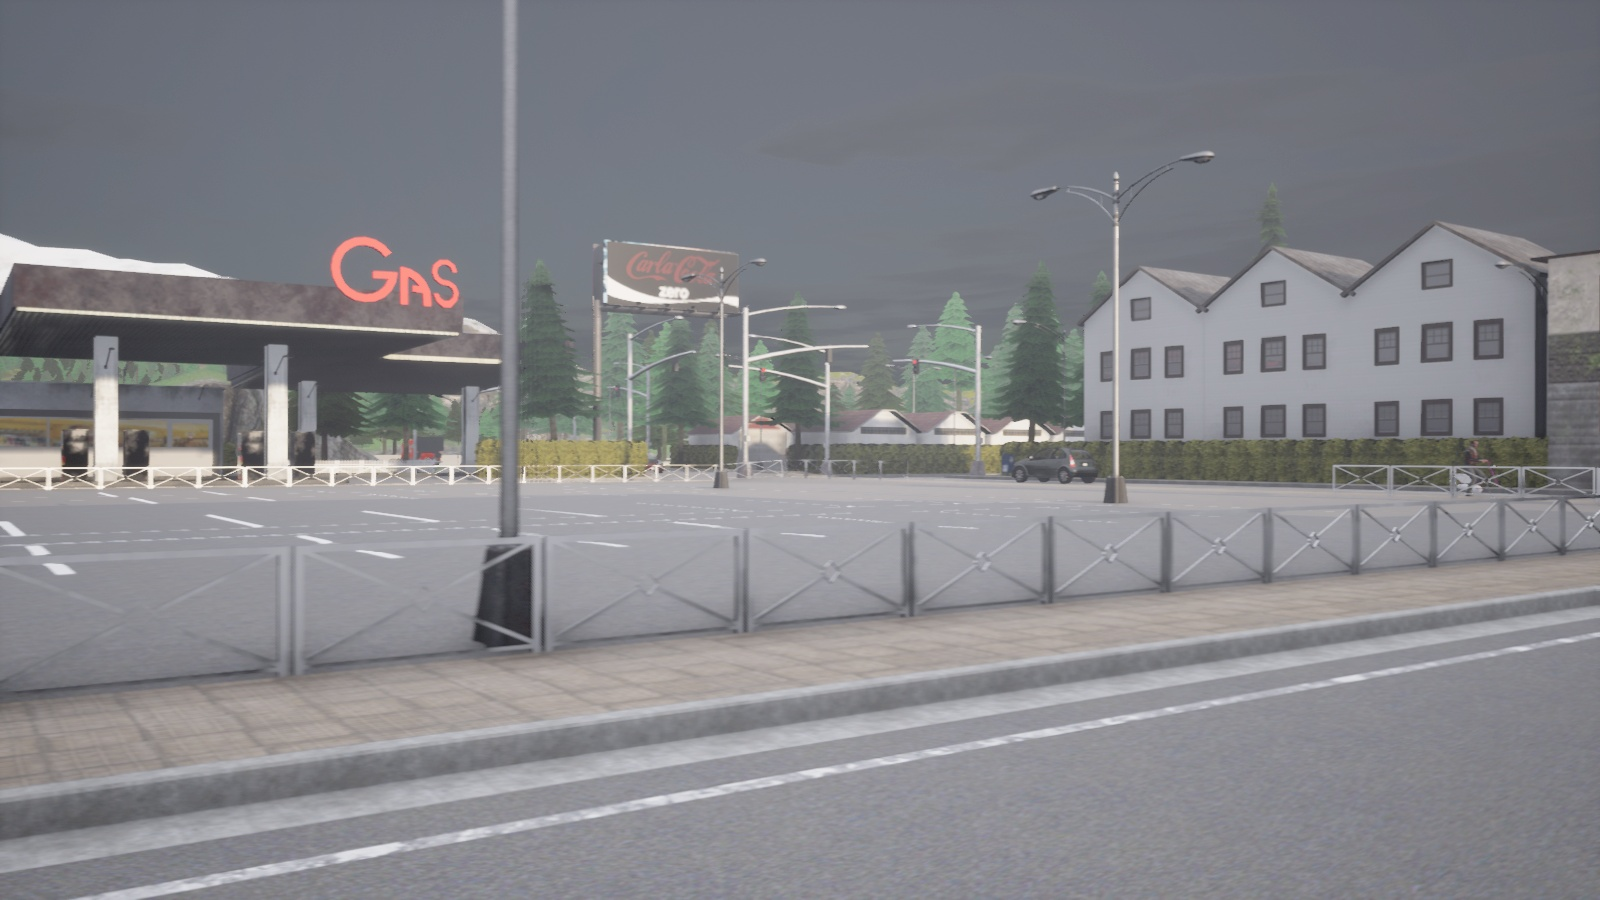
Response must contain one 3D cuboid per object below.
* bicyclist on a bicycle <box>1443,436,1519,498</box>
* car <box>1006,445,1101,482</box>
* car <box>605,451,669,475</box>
[{"bbox_3d":[20.098,0.487,37.091,0.659,1.776,1.843,0,0,-35],"label":"bicyclist on a bicycle"},{"bbox_3d":[11.273,0.580,55.985,1.851,1.617,3.988,0,0,-35],"label":"car"},{"bbox_3d":[-10.618,0.862,81.458,2.163,1.488,4.792,-1,0,-35],"label":"car"}]
